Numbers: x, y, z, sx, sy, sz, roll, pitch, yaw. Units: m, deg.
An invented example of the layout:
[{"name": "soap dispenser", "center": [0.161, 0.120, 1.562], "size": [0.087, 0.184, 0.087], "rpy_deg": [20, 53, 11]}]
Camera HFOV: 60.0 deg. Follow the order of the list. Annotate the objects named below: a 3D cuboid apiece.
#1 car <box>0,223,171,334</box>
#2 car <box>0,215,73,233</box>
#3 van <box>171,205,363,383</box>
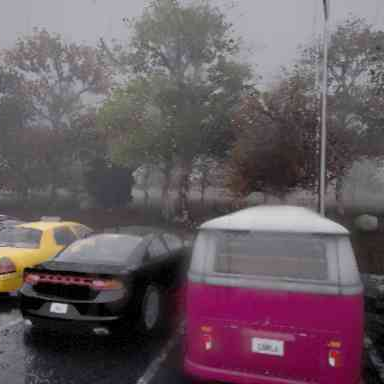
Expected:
[{"name": "car", "center": [-1.168, 1.443, 6.892], "size": [2.097, 1.535, 5.008], "rpy_deg": [1, 0, 15]}, {"name": "car", "center": [-3.550, 1.414, 8.779], "size": [1.946, 1.575, 5.366], "rpy_deg": [1, 0, 15]}, {"name": "van", "center": [1.294, 1.245, 5.299], "size": [1.878, 1.987, 4.442], "rpy_deg": [0, 0, 15]}]
